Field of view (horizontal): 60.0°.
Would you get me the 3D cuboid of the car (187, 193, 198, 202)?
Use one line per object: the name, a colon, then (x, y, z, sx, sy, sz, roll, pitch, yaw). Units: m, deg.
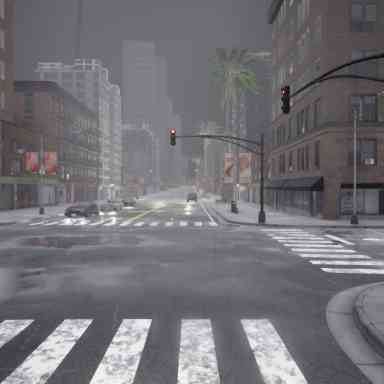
car: (0.040, 1.163, 71.992, 2.150, 2.045, 5.566, 0, 0, 0)

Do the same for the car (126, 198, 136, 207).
car: (-9.845, 1.542, 51.206, 1.994, 1.385, 4.181, 0, 0, 1)

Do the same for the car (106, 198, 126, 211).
car: (-9.859, 1.589, 41.027, 1.895, 1.301, 4.718, 0, 0, 0)

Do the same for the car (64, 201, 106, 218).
car: (-9.857, 1.540, 30.388, 2.033, 1.411, 5.357, 0, 0, 0)
